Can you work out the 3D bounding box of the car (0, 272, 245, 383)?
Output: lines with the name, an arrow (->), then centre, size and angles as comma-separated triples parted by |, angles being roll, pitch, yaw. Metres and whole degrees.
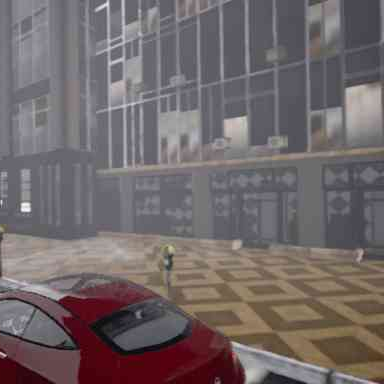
car -> -1.459, 1.613, 3.769 | 4.206, 1.307, 1.802 | -1, -1, 35
